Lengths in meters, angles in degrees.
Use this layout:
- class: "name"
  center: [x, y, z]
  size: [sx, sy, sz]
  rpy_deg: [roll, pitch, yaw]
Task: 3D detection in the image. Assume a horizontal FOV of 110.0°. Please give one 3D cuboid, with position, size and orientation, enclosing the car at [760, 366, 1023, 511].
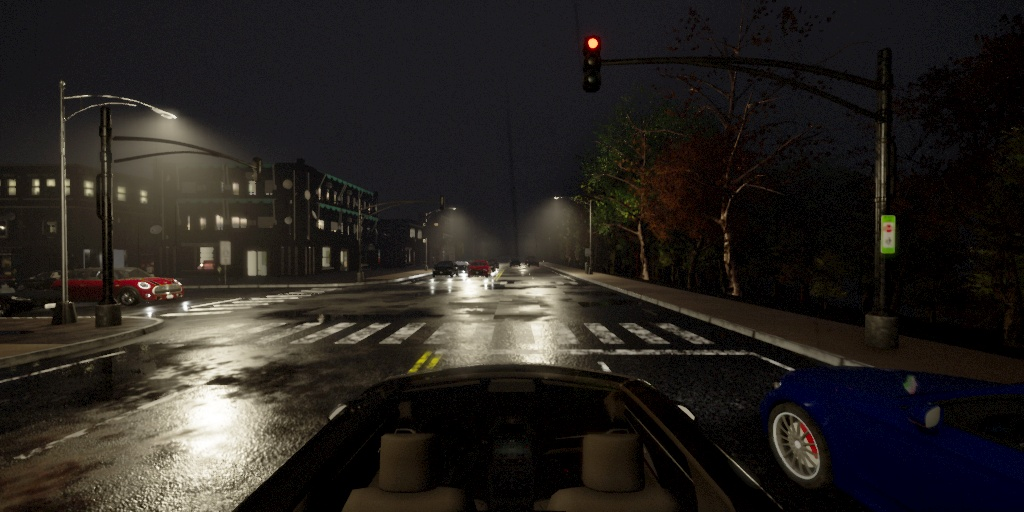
- class: "car"
  center: [3.355, 1.276, 1.587]
  size: [1.812, 1.442, 4.674]
  rpy_deg: [0, 0, 1]

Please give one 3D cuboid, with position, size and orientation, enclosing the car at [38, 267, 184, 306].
- class: "car"
  center: [-17.994, 1.301, 16.484]
  size: [4.553, 1.767, 2.097]
  rpy_deg: [-1, 1, 0]

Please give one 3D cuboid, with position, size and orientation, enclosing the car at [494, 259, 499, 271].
- class: "car"
  center: [-3.007, 1.257, 44.591]
  size: [1.812, 1.442, 4.674]
  rpy_deg: [0, 0, 1]

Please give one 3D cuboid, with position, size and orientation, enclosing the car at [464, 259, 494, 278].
- class: "car"
  center: [-3.084, 1.214, 34.530]
  size: [1.882, 1.535, 5.008]
  rpy_deg: [0, 0, 1]

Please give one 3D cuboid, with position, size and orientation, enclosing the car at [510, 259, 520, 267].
- class: "car"
  center: [0.585, 1.225, 64.812]
  size: [1.837, 1.490, 4.892]
  rpy_deg: [0, 0, 0]

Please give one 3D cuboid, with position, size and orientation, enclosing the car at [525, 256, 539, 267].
- class: "car"
  center: [3.835, 1.198, 64.653]
  size: [1.882, 1.535, 5.008]
  rpy_deg: [0, 0, 1]

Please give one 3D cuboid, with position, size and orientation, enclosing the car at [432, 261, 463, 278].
- class: "car"
  center: [-6.340, 1.214, 34.686]
  size: [1.882, 1.535, 5.008]
  rpy_deg: [0, 0, 1]

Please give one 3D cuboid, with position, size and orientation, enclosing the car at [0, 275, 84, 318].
- class: "car"
  center: [-19.858, 1.564, 13.767]
  size: [4.313, 1.339, 1.948]
  rpy_deg: [0, 0, 1]
